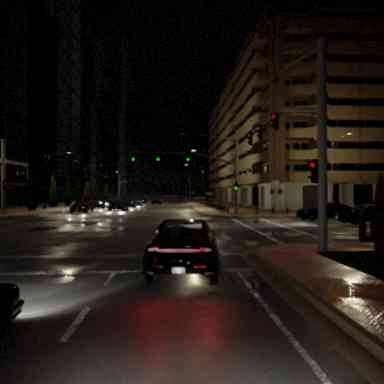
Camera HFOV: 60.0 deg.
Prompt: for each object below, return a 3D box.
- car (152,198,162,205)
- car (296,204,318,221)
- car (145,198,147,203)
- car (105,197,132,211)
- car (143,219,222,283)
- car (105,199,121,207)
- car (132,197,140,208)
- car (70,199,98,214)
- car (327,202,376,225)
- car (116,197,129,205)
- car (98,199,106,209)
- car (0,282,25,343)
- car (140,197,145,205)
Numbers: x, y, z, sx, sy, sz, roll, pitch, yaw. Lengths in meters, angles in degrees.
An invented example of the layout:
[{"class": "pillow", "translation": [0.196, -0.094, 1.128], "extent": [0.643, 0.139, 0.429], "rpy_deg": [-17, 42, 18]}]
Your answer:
[{"class": "car", "translation": [-7.012, 1.847, 66.622], "extent": [1.895, 1.301, 4.718], "rpy_deg": [0, 0, -3]}, {"class": "car", "translation": [11.377, 1.610, 28.173], "extent": [5.008, 1.535, 1.882], "rpy_deg": [0, 0, -3]}, {"class": "car", "translation": [-10.914, 1.765, 72.112], "extent": [1.837, 1.490, 4.892], "rpy_deg": [0, 0, -3]}, {"class": "car", "translation": [-9.374, 1.693, 42.695], "extent": [1.812, 1.442, 4.674], "rpy_deg": [0, 0, -2]}, {"class": "car", "translation": [-0.172, 1.526, 9.760], "extent": [2.128, 1.511, 4.902], "rpy_deg": [0, 0, 3]}, {"class": "car", "translation": [-13.693, 1.828, 57.765], "extent": [1.895, 1.301, 4.718], "rpy_deg": [0, 0, -3]}, {"class": "car", "translation": [-9.877, 1.551, 51.730], "extent": [2.097, 1.767, 4.553], "rpy_deg": [0, 0, -3]}, {"class": "car", "translation": [-12.661, 1.684, 38.489], "extent": [1.812, 1.442, 4.674], "rpy_deg": [0, 0, -3]}, {"class": "car", "translation": [13.128, 1.609, 24.772], "extent": [4.902, 1.511, 2.128], "rpy_deg": [0, 0, -3]}, {"class": "car", "translation": [-14.184, 1.817, 67.852], "extent": [1.994, 1.385, 4.181], "rpy_deg": [0, 0, -3]}, {"class": "car", "translation": [-13.187, 1.740, 48.065], "extent": [2.033, 1.411, 5.357], "rpy_deg": [0, 0, -3]}, {"class": "car", "translation": [-3.650, 1.566, 3.055], "extent": [2.033, 1.411, 5.357], "rpy_deg": [0, 0, -1]}, {"class": "car", "translation": [-10.384, 1.836, 61.775], "extent": [1.895, 1.301, 4.718], "rpy_deg": [0, 0, -3]}]
